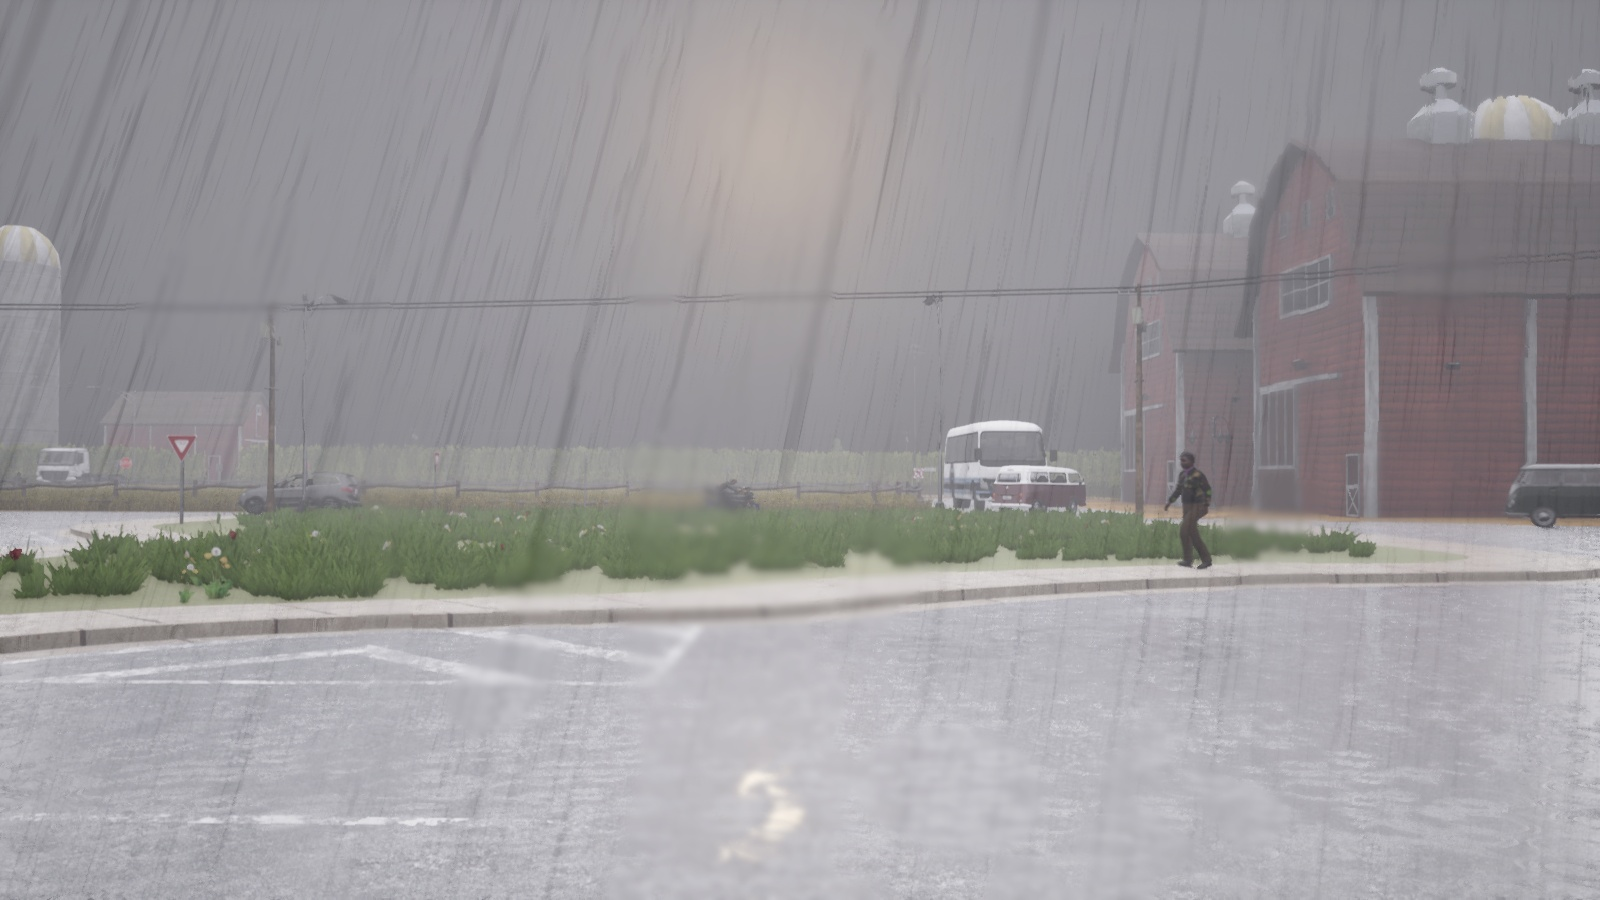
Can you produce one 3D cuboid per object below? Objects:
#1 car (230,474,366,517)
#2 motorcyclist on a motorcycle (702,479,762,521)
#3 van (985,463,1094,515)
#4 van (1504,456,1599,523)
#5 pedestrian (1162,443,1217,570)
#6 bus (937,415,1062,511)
[{"bbox_3d":[-19.907,1.799,49.993,4.611,1.667,2.242,0,-1,-7],"label":"car"},{"bbox_3d":[-2.538,1.851,46.814,2.191,1.530,0.866,0,-1,0],"label":"motorcyclist on a motorcycle"},{"bbox_3d":[9.778,1.573,51.105,4.480,2.038,2.069,1,-2,-43],"label":"van"},{"bbox_3d":[24.173,1.200,38.513,4.442,1.987,1.775,-1,-2,30],"label":"van"},{"bbox_3d":[6.006,0.859,19.358,0.692,1.930,0.395,0,-1,-22],"label":"pedestrian"},{"bbox_3d":[9.463,0.691,61.111,3.944,4.253,10.273,0,-1,-3],"label":"bus"}]
